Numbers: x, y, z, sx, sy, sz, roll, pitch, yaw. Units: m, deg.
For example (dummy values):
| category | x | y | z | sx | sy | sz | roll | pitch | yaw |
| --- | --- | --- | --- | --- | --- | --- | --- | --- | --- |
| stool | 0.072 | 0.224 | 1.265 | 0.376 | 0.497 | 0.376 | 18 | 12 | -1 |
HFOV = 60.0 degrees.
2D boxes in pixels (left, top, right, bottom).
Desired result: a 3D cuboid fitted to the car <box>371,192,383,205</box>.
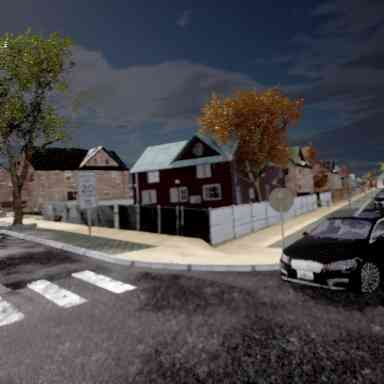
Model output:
| category | x | y | z | sx | sy | sz | roll | pitch | yaw |
| --- | --- | --- | --- | --- | --- | --- | --- | --- | --- |
| car | 17.116 | 0.729 | 29.445 | 2.128 | 1.511 | 4.902 | -4 | -1 | 30 |

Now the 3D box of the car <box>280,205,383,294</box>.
| category | x | y | z | sx | sy | sz | roll | pitch | yaw |
| --- | --- | --- | --- | --- | --- | --- | --- | --- | --- |
| car | 4.167 | 1.349 | 8.515 | 4.902 | 1.511 | 2.128 | -3 | 1 | -41 |
